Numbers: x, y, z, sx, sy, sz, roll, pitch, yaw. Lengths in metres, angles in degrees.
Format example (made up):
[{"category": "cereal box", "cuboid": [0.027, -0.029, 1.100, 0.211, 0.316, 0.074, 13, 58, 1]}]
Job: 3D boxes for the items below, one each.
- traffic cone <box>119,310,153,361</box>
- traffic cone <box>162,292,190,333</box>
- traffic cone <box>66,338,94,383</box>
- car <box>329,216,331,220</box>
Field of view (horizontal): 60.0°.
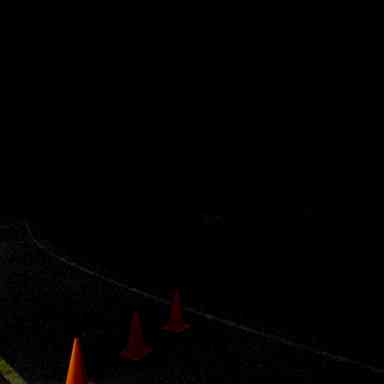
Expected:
[{"category": "traffic cone", "cuboid": [-0.776, 1.938, 4.601, 0.340, 0.580, 0.340, 1, 1, 32]}, {"category": "traffic cone", "cuboid": [-0.257, 1.931, 5.451, 0.340, 0.580, 0.340, 1, 1, 31]}, {"category": "traffic cone", "cuboid": [-1.296, 1.945, 3.750, 0.340, 0.580, 0.340, 1, 1, 31]}, {"category": "car", "cuboid": [35.616, 6.632, 82.739, 1.851, 1.617, 3.988, -4, -3, 4]}]
